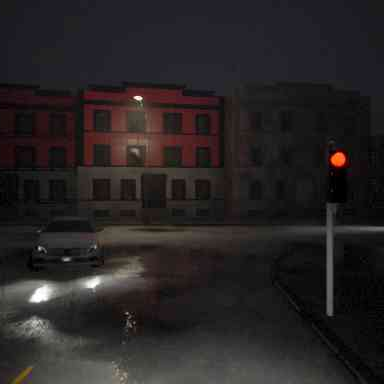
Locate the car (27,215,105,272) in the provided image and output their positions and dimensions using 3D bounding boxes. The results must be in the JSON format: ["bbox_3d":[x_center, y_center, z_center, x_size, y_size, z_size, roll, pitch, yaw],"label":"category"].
[{"bbox_3d":[-4.027,1.526,11.114,1.812,1.442,4.674,1,0,-17],"label":"car"}]
